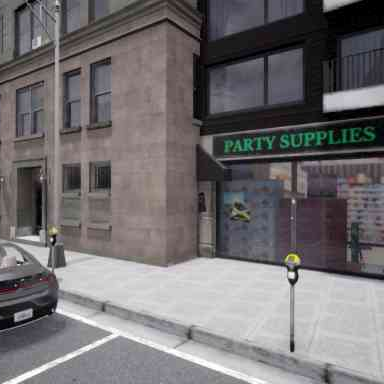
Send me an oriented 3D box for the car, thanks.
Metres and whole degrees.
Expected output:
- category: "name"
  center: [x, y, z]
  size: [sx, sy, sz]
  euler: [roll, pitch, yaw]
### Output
- category: "car"
  center: [-4.216, 1.551, 6.090]
  size: [4.403, 1.369, 2.008]
  euler: [0, 0, 36]
